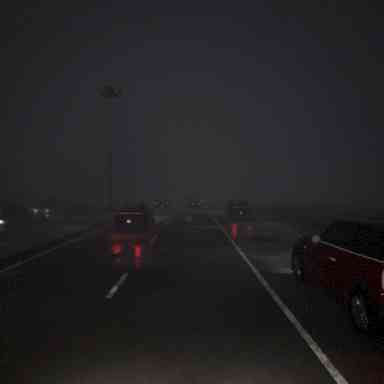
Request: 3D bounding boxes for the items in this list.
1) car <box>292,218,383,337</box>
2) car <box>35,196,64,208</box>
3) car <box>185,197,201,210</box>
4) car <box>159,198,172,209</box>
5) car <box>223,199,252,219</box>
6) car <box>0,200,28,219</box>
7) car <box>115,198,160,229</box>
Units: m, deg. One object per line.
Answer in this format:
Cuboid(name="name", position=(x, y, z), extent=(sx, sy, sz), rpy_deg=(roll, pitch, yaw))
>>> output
Cuboid(name="car", position=(3.605, 1.307, 6.709), extent=(2.097, 1.767, 4.553), rpy_deg=(0, 0, 0))
Cuboid(name="car", position=(-18.496, 1.227, 43.276), extent=(1.895, 1.301, 4.718), rpy_deg=(0, 0, 0))
Cuboid(name="car", position=(0.102, 1.292, 38.373), extent=(2.033, 1.411, 5.357), rpy_deg=(0, 0, 0))
Cuboid(name="car", position=(-3.398, 1.335, 39.968), extent=(1.895, 1.301, 4.718), rpy_deg=(0, 0, 0))
Cuboid(name="car", position=(3.602, 1.313, 26.843), extent=(2.128, 1.511, 4.902), rpy_deg=(0, 0, 0))
Cuboid(name="car", position=(-15.091, 1.385, 26.981), extent=(1.994, 1.385, 4.181), rpy_deg=(0, 0, 0))
Cuboid(name="car", position=(-3.398, 1.356, 20.324), extent=(2.128, 1.511, 4.902), rpy_deg=(0, 0, 0))
